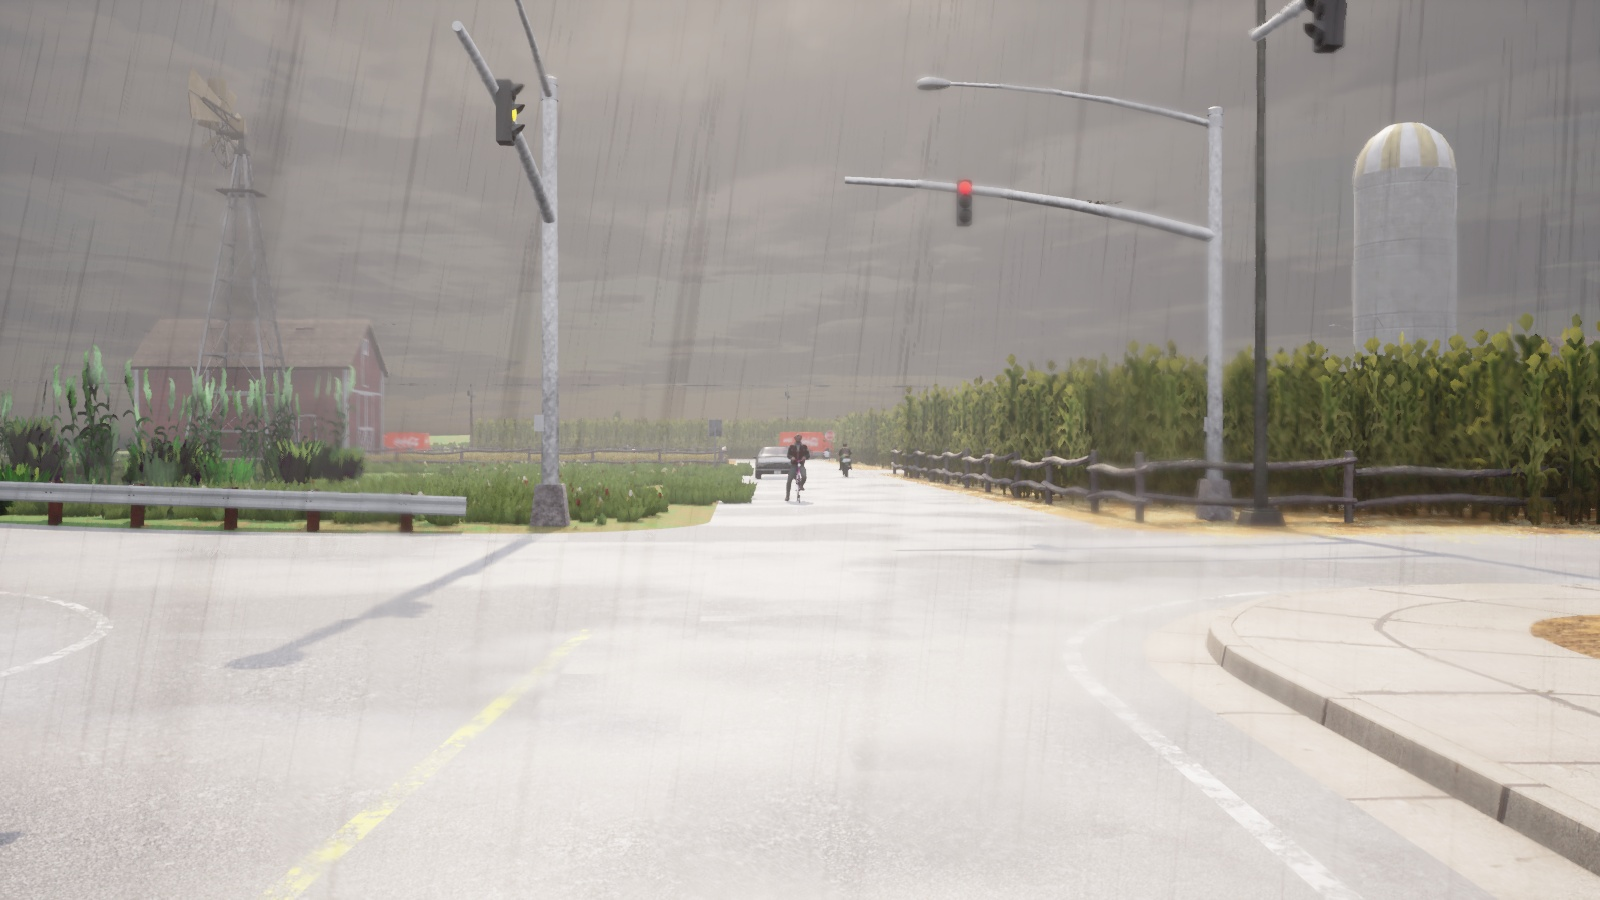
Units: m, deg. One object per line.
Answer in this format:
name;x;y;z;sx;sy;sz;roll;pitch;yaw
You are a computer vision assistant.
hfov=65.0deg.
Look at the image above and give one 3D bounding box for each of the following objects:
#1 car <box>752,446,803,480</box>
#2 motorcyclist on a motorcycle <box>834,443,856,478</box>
car;-1.028;0.522;54.293;2.033;1.411;5.357;0;0;-3
motorcyclist on a motorcycle;1.999;0.449;55.996;0.797;1.523;2.044;0;0;-3
